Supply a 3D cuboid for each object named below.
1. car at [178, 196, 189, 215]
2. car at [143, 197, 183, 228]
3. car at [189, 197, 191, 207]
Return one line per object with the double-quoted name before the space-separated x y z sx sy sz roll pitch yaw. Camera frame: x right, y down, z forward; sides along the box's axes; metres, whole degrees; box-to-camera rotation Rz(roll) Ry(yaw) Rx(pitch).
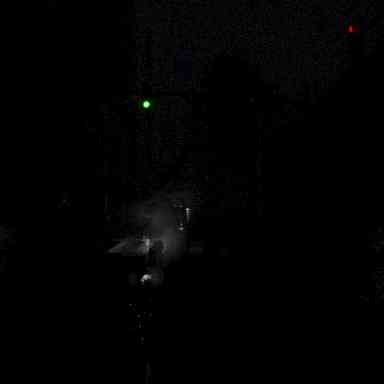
"car" -1.556 1.192 30.781 1.882 1.535 5.008 0 1 2
"car" -1.945 1.344 21.380 2.128 1.511 4.902 0 1 1
"car" -1.104 1.149 41.078 1.895 1.301 4.718 0 1 3
